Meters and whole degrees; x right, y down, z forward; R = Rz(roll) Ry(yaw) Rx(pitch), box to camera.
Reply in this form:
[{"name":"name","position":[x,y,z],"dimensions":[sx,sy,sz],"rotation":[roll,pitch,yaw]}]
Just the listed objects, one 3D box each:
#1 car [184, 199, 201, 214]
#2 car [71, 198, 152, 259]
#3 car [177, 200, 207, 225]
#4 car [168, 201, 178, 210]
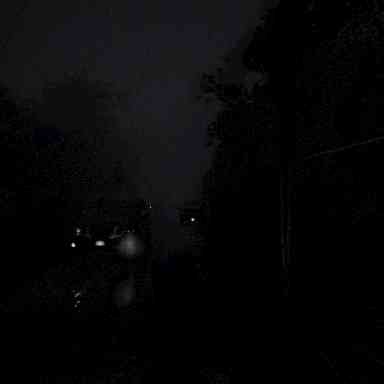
[{"name":"car","position":[-0.005,1.774,42.407],"dimensions":[2.097,1.767,4.553],"rotation":[0,-1,-1]},{"name":"car","position":[-2.871,1.255,13.123],"dimensions":[2.150,2.045,5.566],"rotation":[0,0,0]},{"name":"car","position":[0.047,1.655,25.290],"dimensions":[1.837,1.490,4.892],"rotation":[0,0,0]},{"name":"car","position":[-2.921,2.248,54.701],"dimensions":[1.812,1.442,4.674],"rotation":[0,-1,1]}]
